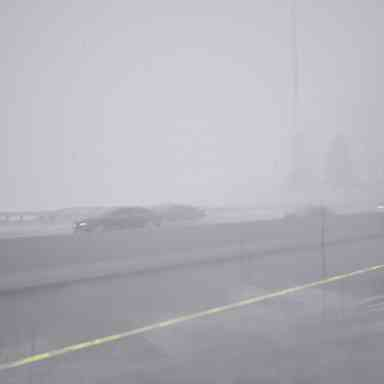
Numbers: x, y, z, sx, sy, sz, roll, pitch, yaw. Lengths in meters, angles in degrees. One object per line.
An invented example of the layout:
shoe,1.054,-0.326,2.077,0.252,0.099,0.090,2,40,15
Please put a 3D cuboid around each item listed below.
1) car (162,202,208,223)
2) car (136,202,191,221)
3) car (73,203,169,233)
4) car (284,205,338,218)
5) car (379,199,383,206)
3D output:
car,-1.353,1.559,24.488,5.357,1.411,2.033,0,0,-35
car,-2.389,1.577,28.037,4.181,1.385,1.994,0,0,-35
car,-3.985,1.515,18.322,4.892,1.490,1.837,0,0,-35
car,8.148,1.570,22.648,4.181,1.385,1.994,0,0,-35
car,30.902,1.565,51.605,4.181,1.385,1.994,0,0,-35
